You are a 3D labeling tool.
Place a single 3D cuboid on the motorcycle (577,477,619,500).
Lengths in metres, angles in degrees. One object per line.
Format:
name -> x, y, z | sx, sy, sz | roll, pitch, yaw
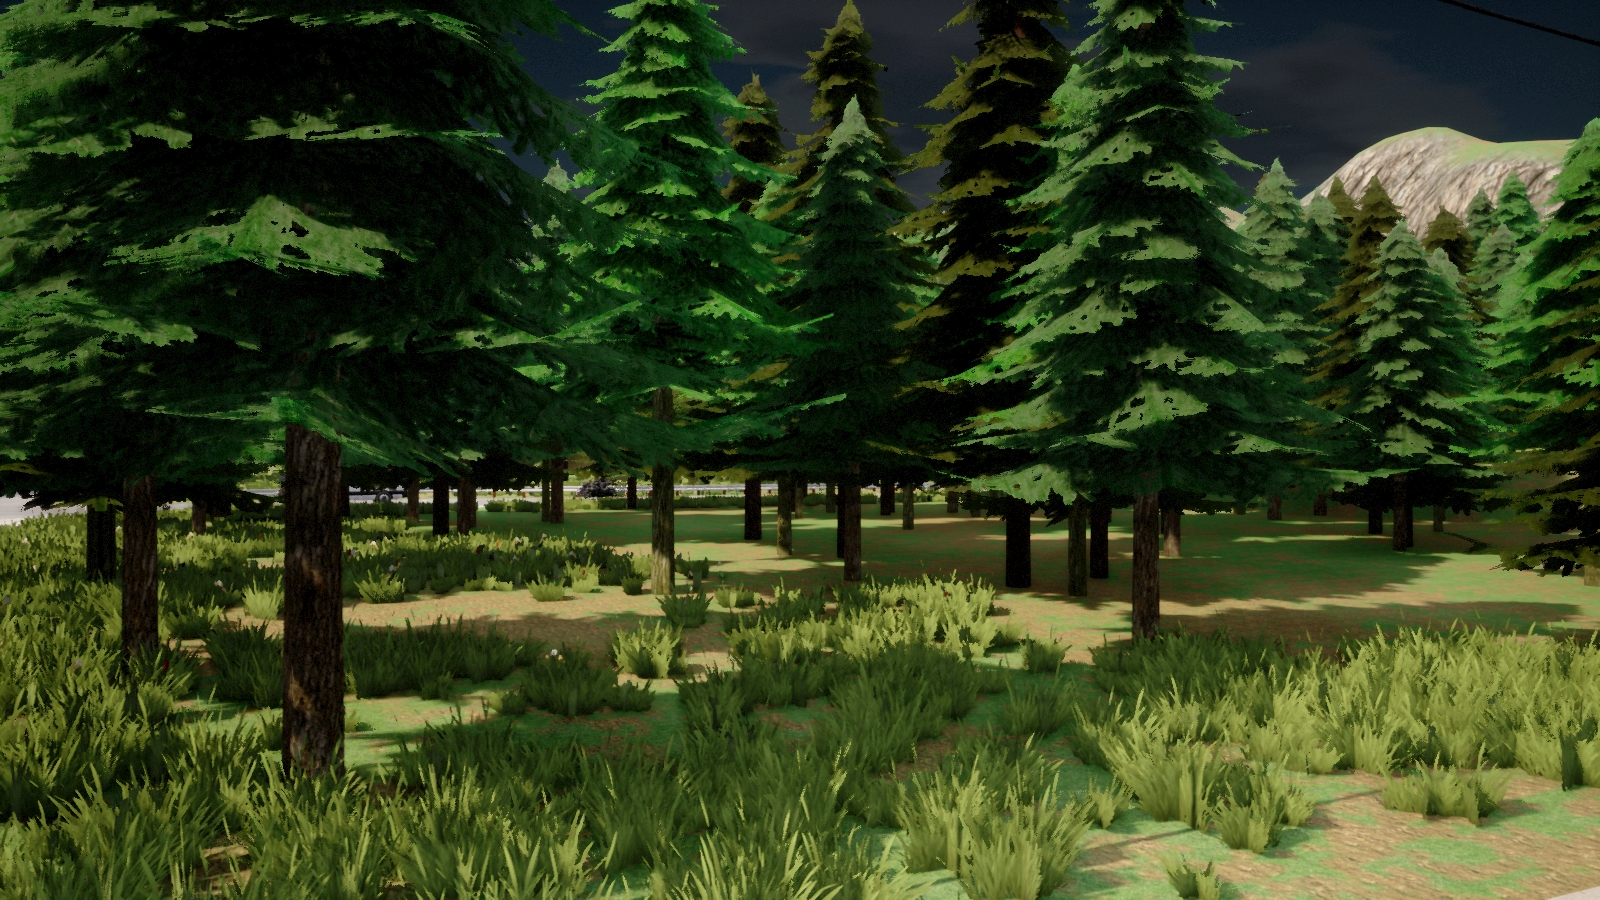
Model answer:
motorcycle -> -11.409, 2.178, 64.496 | 2.209, 1.251, 0.867 | 0, -1, -20
